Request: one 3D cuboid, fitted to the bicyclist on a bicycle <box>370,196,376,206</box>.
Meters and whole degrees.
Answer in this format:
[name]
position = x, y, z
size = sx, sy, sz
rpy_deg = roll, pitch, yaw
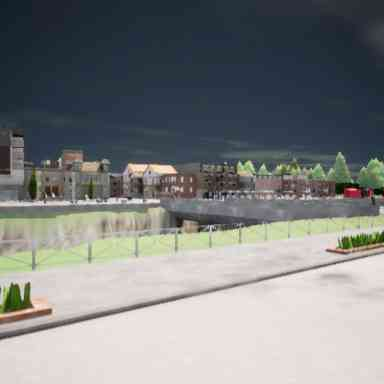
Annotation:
[bicyclist on a bicycle]
position = 25.213, 1.324, 46.338
size = 1.656, 1.620, 0.582
rpy_deg = 0, 0, -36
